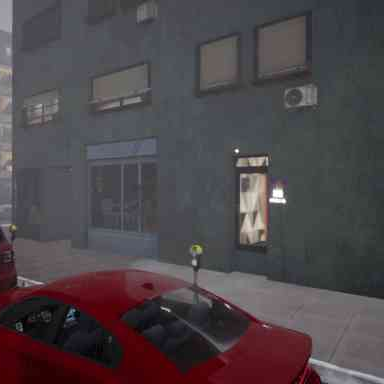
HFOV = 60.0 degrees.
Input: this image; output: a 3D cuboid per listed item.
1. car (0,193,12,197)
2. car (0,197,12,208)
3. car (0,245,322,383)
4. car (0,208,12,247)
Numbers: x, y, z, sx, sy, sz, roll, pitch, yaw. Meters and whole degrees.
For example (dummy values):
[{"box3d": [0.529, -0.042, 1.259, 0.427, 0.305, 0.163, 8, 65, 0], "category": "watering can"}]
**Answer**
[{"box3d": [-18.566, 1.031, 31.833, 2.192, 1.841, 5.009, 2, 2, 35], "category": "car"}, {"box3d": [-17.666, 1.368, 28.598, 1.895, 1.301, 4.718, 1, 1, 34], "category": "car"}, {"box3d": [-1.018, 1.544, 3.571, 4.507, 1.381, 1.887, 0, 0, 35], "category": "car"}, {"box3d": [-5.546, 1.314, 6.742, 5.009, 1.841, 2.192, 0, 0, 35], "category": "car"}]
